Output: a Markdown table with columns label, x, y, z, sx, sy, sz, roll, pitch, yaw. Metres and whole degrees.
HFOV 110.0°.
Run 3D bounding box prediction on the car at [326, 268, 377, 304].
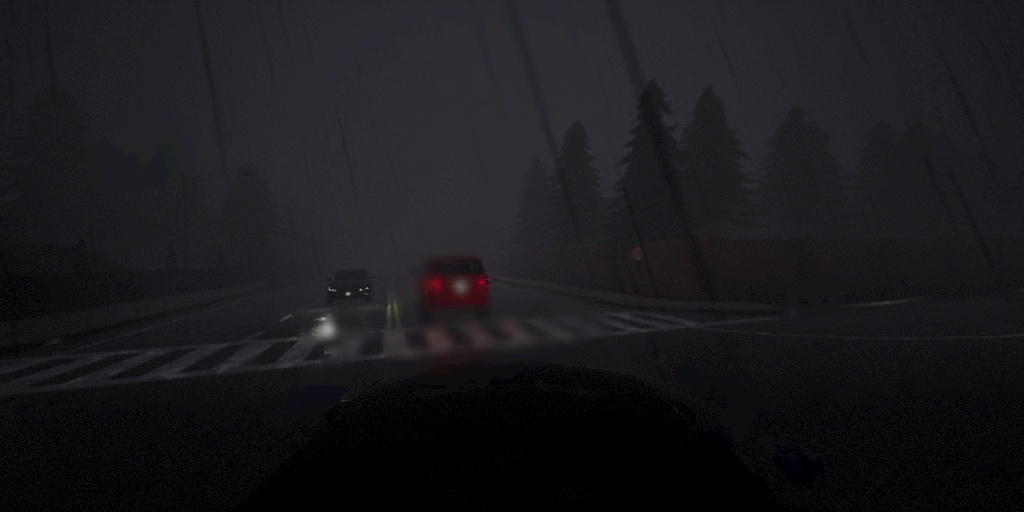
| label | x | y | z | sx | sy | sz | roll | pitch | yaw |
| --- | --- | --- | --- | --- | --- | --- | --- | --- | --- |
| car | -7.785 | 1.385 | 17.617 | 1.837 | 1.490 | 4.892 | -1 | 0 | -19 |

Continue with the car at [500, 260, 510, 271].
| label | x | y | z | sx | sy | sz | roll | pitch | yaw |
| --- | --- | --- | --- | --- | --- | --- | --- | --- | --- |
| car | -1.373 | 1.239 | 46.638 | 4.902 | 1.511 | 2.128 | -1 | 0 | -20 |

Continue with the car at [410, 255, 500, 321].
| label | x | y | z | sx | sy | sz | roll | pitch | yaw |
| --- | --- | --- | --- | --- | --- | --- | --- | --- | --- |
| car | -2.357 | 1.012 | 13.101 | 2.150 | 2.045 | 5.566 | -1 | 0 | -19 |

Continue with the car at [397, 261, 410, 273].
| label | x | y | z | sx | sy | sz | roll | pitch | yaw |
| --- | --- | --- | --- | --- | --- | --- | --- | --- | --- |
| car | -15.080 | 1.498 | 50.402 | 2.128 | 1.511 | 4.902 | -1 | 0 | -19 |
